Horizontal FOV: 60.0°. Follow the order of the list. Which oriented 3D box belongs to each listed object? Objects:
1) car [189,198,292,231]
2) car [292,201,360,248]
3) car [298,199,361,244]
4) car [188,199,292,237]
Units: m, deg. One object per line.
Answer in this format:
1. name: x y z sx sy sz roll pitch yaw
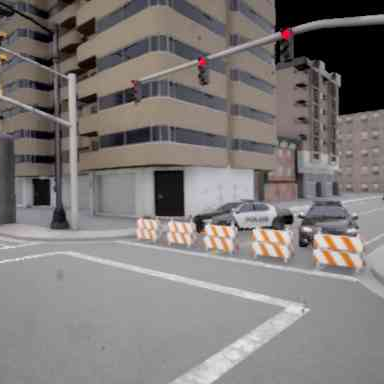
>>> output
1. car: 2.306 0.969 15.772 4.536 1.218 1.853 -1 1 -24
2. car: 5.193 1.140 12.787 2.038 1.542 4.974 0 1 21
3. car: 5.209 0.982 12.832 1.853 1.218 4.536 0 1 21
4. car: 2.261 1.128 15.754 4.974 1.542 2.038 -1 1 -24
